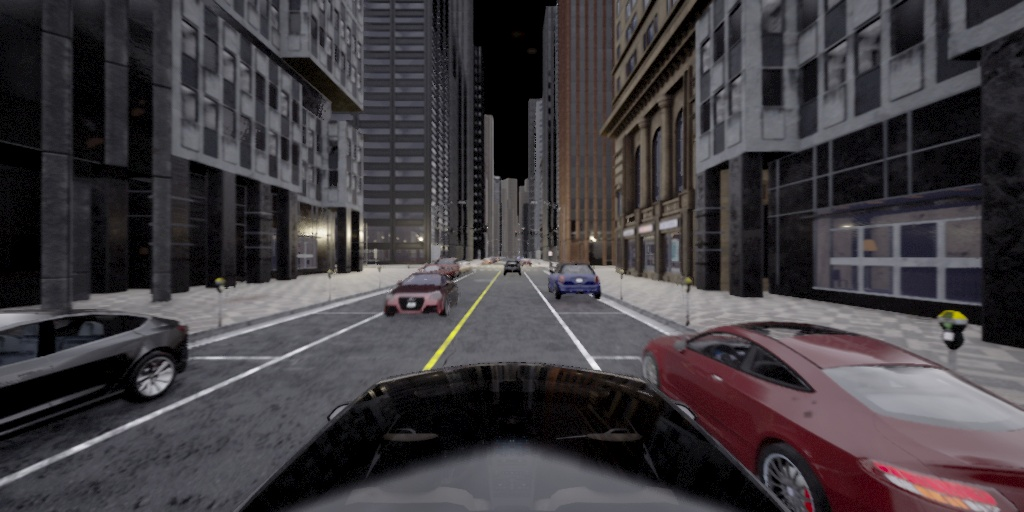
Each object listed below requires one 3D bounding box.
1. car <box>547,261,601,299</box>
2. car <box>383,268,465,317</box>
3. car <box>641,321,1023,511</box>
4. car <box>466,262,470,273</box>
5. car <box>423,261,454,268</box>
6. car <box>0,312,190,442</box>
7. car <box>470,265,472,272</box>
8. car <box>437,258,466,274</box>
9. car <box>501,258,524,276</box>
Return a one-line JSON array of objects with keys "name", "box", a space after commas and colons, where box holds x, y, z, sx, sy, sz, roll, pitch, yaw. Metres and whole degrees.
[{"name": "car", "box": [2.999, 1.095, 18.114, 2.097, 1.767, 4.553, 0, 0, 0]}, {"name": "car", "box": [-3.100, 1.310, 13.029, 1.994, 1.385, 4.181, 0, 0, 0]}, {"name": "car", "box": [2.763, 1.331, 3.713, 1.802, 1.307, 4.207, 0, 0, 0]}, {"name": "car", "box": [-5.764, 1.265, 37.136, 1.751, 1.417, 4.829, 0, 0, 0]}, {"name": "car", "box": [-5.764, 1.288, 26.103, 1.888, 1.381, 4.507, 0, 0, 0]}, {"name": "car", "box": [-5.763, 1.315, 3.696, 1.948, 1.339, 4.313, 0, 0, 0]}, {"name": "car", "box": [-5.765, 1.264, 42.738, 1.751, 1.417, 4.829, 0, 0, 0]}, {"name": "car", "box": [-5.764, 1.056, 31.705, 2.192, 1.841, 5.009, 0, 0, 0]}, {"name": "car", "box": [0.052, 1.243, 37.570, 1.837, 1.490, 4.892, 0, 0, 0]}]
